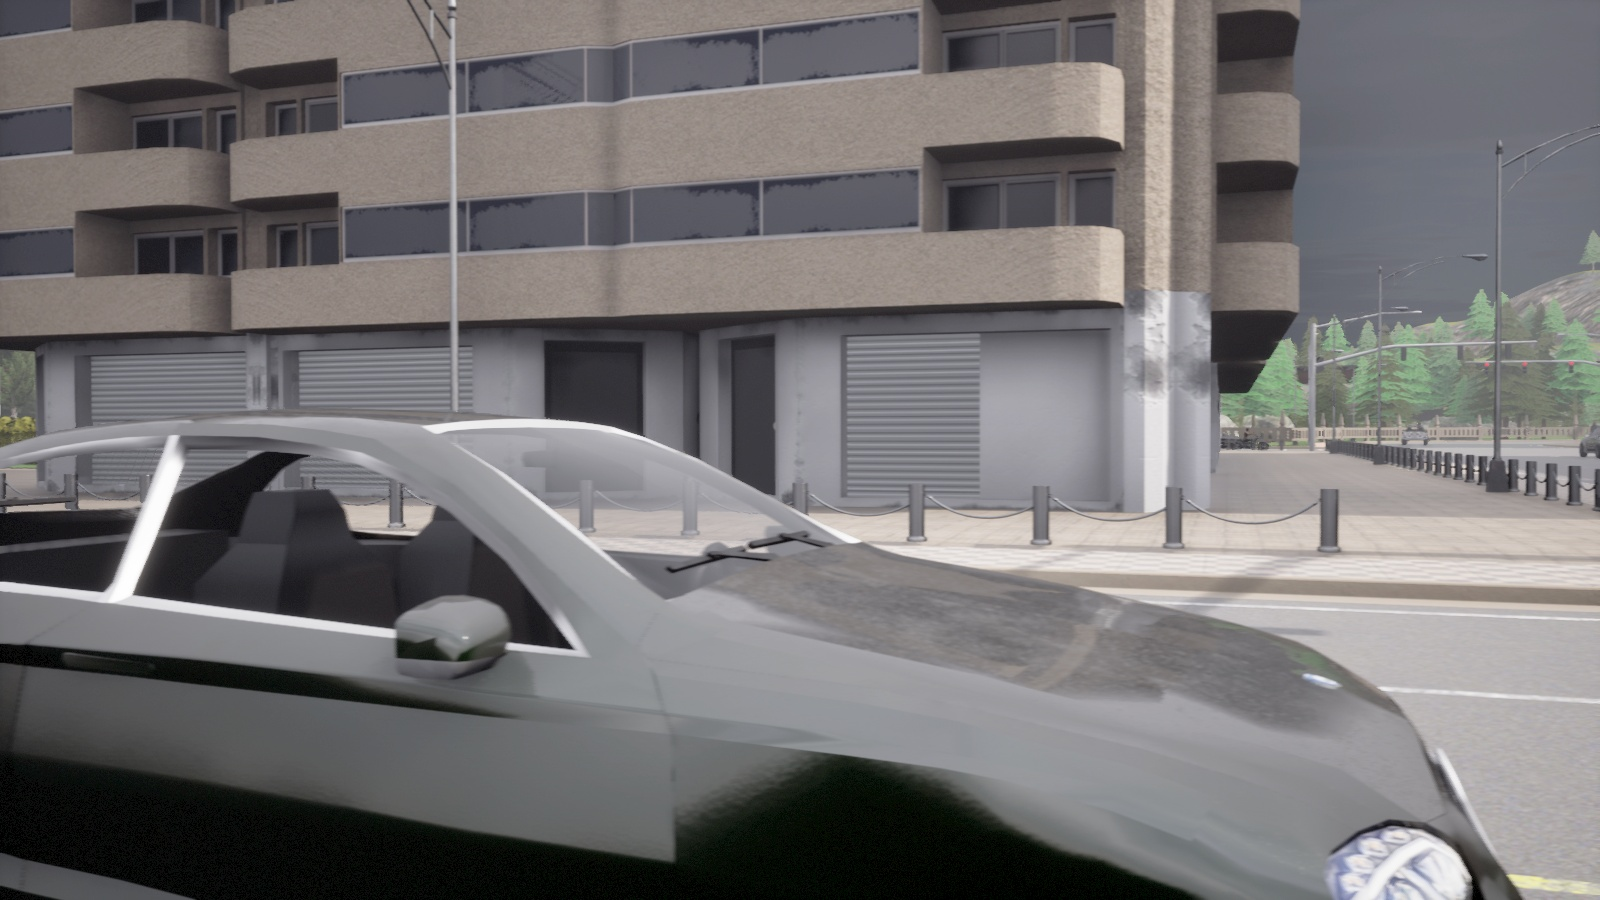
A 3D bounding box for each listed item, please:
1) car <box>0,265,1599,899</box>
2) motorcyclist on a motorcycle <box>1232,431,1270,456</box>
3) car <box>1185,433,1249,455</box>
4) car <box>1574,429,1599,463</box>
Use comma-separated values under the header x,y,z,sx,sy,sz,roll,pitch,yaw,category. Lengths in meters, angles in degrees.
x,y,z,sx,sy,sz,roll,pitch,yaw,category
-0.837,0.543,3.472,5.027,1.651,2.152,0,1,19,car
29.898,-0.441,83.223,2.350,1.649,0.766,1,1,19,motorcyclist on a motorcycle
28.953,-0.449,87.243,4.193,1.474,1.816,1,1,19,car
40.494,-0.207,62.588,2.242,1.667,4.611,1,1,19,car
